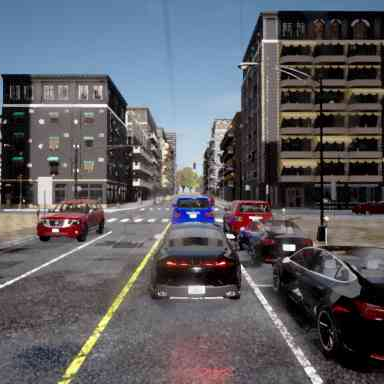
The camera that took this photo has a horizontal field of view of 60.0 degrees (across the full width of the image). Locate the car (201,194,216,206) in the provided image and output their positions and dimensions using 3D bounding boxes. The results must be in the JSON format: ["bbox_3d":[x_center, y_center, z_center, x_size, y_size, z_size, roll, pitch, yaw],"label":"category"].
[{"bbox_3d":[2.659,1.339,54.745,2.192,1.841,5.009,1,0,0],"label":"car"}]

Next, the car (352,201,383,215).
[{"bbox_3d":[17.182,1.581,31.079,4.206,1.307,1.802,0,-1,0],"label":"car"}]

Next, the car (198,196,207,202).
[{"bbox_3d":[2.450,1.601,77.529,1.947,1.339,4.313,1,0,0],"label":"car"}]

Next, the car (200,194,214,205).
[{"bbox_3d":[2.632,1.342,60.445,2.192,1.841,5.009,1,0,0],"label":"car"}]

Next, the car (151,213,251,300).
[{"bbox_3d":[0.075,1.508,8.388,1.837,1.490,4.892,0,0,0],"label":"car"}]

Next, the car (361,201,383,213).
[{"bbox_3d":[22.669,1.743,39.489,4.313,1.339,1.947,0,-1,0],"label":"car"}]

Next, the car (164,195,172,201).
[{"bbox_3d":[-5.948,1.564,82.966,1.752,1.417,4.829,1,0,0],"label":"car"}]

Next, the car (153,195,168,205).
[{"bbox_3d":[-5.996,1.578,60.352,2.008,1.369,4.403,1,0,0],"label":"car"}]

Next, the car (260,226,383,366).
[{"bbox_3d":[2.687,1.568,5.795,1.947,1.339,4.313,1,0,0],"label":"car"}]

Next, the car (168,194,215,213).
[{"bbox_3d":[0.042,1.229,18.304,2.150,2.045,5.566,0,0,0],"label":"car"}]

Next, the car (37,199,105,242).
[{"bbox_3d":[-5.798,1.322,16.636,2.192,1.841,5.009,1,0,0],"label":"car"}]

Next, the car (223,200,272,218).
[{"bbox_3d":[2.729,1.322,16.670,2.192,1.841,5.009,1,0,0],"label":"car"}]

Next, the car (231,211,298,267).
[{"bbox_3d":[2.669,1.570,11.234,1.947,1.339,4.313,1,0,0],"label":"car"}]
